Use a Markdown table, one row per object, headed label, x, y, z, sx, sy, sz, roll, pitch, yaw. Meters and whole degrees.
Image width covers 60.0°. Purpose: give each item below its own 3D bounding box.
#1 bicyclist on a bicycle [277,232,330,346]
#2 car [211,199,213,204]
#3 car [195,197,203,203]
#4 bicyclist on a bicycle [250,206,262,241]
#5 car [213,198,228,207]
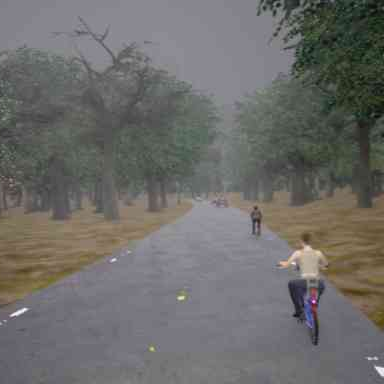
| label | x | y | z | sx | sy | sz | roll | pitch | yaw |
| --- | --- | --- | --- | --- | --- | --- | --- | --- | --- |
| bicyclist on a bicycle | 1.835 | 1.445 | 5.368 | 0.866 | 1.612 | 1.509 | -1 | -1 | 7 |
| car | 5.279 | 1.994 | 73.688 | 1.812 | 1.442 | 4.674 | -1 | 0 | -1 |
| car | 1.870 | 2.179 | 91.267 | 1.812 | 1.442 | 4.674 | -1 | 0 | -2 |
| bicyclist on a bicycle | 3.130 | 1.517 | 16.180 | 0.582 | 1.620 | 1.656 | -1 | -1 | 6 |
| car | 5.212 | 1.855 | 58.751 | 1.837 | 1.490 | 4.892 | -1 | -1 | 1 |
